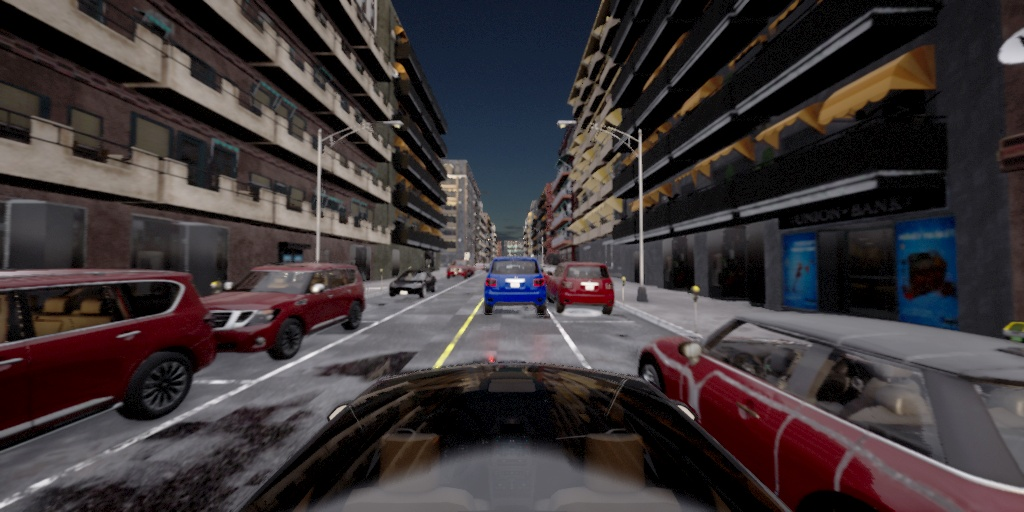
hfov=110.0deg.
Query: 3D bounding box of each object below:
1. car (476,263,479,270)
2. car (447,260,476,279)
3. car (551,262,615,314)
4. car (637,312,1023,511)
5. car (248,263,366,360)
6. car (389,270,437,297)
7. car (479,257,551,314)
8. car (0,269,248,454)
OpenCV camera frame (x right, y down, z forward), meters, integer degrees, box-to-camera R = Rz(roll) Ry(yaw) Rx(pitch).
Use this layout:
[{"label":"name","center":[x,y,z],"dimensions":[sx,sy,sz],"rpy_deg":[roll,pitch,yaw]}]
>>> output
[{"label":"car","center":[-5.307,1.595,41.883],"dimensions":[1.888,1.381,4.507],"rpy_deg":[0,0,0]},{"label":"car","center":[-5.308,1.317,36.352],"dimensions":[2.192,1.841,5.009],"rpy_deg":[0,0,0]},{"label":"car","center":[2.536,1.148,14.172],"dimensions":[2.192,1.841,5.009],"rpy_deg":[0,0,0]},{"label":"car","center":[2.576,1.199,3.111],"dimensions":[1.967,1.591,4.097],"rpy_deg":[0,0,0]},{"label":"car","center":[-5.313,1.110,8.702],"dimensions":[2.192,1.841,5.009],"rpy_deg":[0,0,0]},{"label":"car","center":[-5.311,1.438,19.764],"dimensions":[1.948,1.339,4.313],"rpy_deg":[0,0,0]},{"label":"car","center":[0.103,1.054,14.293],"dimensions":[2.150,2.045,5.566],"rpy_deg":[0,0,0]},{"label":"car","center":[-5.314,1.074,3.172],"dimensions":[2.192,1.841,5.009],"rpy_deg":[0,0,0]}]
